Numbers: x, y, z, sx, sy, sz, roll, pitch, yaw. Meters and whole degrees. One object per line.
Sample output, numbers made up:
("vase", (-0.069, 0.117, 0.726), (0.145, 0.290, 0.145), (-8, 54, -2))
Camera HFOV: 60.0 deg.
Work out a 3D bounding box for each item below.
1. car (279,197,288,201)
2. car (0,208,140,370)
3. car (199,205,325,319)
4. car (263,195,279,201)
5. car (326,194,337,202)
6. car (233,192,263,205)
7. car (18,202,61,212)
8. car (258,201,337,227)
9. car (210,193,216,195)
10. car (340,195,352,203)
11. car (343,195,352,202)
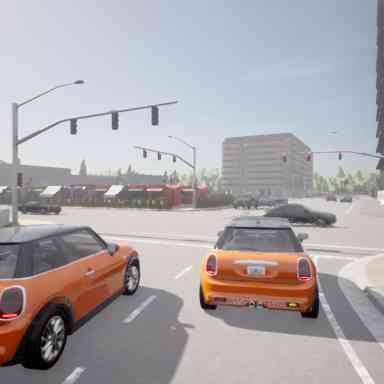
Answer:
("car", (16.503, 1.600, 62.183), (1.895, 1.301, 4.718), (0, 0, 28))
("car", (-2.517, 1.352, 6.008), (2.097, 1.767, 4.553), (0, 0, 9))
("car", (1.594, 1.352, 7.730), (2.097, 1.767, 4.553), (0, 0, 14))
("car", (11.887, 1.351, 53.336), (2.097, 1.767, 4.553), (0, 0, 27))
("car", (33.309, 1.354, 79.361), (2.097, 1.767, 4.553), (0, 0, 27))
("car", (7.304, 1.221, 44.482), (2.150, 2.045, 5.566), (0, 0, 27))
("car", (-15.694, 1.656, 34.351), (4.718, 1.301, 1.895), (0, 0, 28))
("car", (7.162, 1.558, 22.338), (4.674, 1.442, 1.812), (0, 0, 28))
("car", (4.794, 1.208, 86.873), (4.605, 1.855, 1.932), (0, 0, 28))
("car", (31.886, 1.594, 68.980), (1.895, 1.301, 4.718), (0, 0, 27))
("car", (36.450, 1.499, 77.816), (1.837, 1.490, 4.892), (0, 0, 27))
